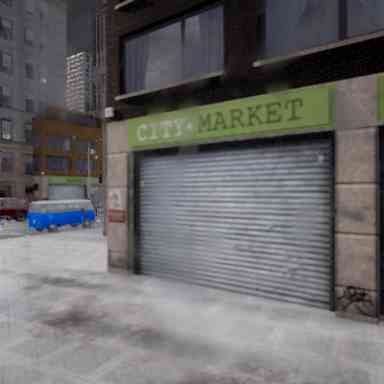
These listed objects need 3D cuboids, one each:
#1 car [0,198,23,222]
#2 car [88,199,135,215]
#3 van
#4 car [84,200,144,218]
[{"bbox_3d":[-14.619,1.388,24.866,2.192,1.841,5.009,1,1,35],"label":"car"},{"bbox_3d":[-8.122,1.478,34.014,1.887,1.381,4.507,1,1,35],"label":"car"},{"bbox_3d":[-7.670,1.386,19.929,1.690,1.788,3.998,1,1,35],"label":"van"},{"bbox_3d":[-7.082,1.497,30.893,2.033,1.411,5.357,0,1,36],"label":"car"}]
